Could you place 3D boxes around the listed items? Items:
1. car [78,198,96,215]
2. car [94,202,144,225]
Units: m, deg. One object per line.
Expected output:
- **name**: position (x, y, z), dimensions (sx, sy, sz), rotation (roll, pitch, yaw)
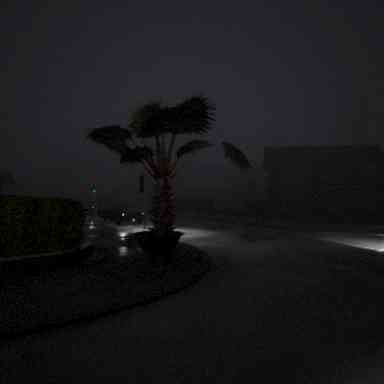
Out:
- **car**: position (-11.091, 1.568, 32.449), dimensions (1.895, 1.301, 4.718), rotation (0, 0, -35)
- **car**: position (-5.185, 1.568, 24.136), dimensions (1.895, 1.301, 4.718), rotation (0, 0, -35)
